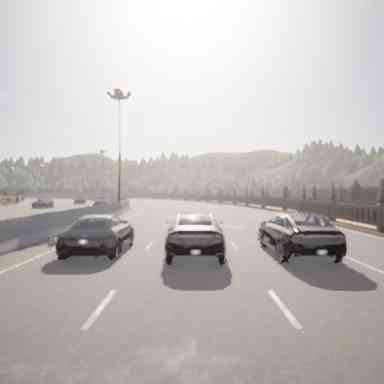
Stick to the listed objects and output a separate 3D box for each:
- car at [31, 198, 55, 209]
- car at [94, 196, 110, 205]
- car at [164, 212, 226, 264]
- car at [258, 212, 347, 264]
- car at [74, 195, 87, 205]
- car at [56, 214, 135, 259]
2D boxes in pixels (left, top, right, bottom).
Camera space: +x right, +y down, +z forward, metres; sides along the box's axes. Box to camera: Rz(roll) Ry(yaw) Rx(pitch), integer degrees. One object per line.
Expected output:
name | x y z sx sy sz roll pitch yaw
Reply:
car | -19.014 1.441 42.560 1.895 1.301 4.718 0 0 -10
car | -12.974 1.325 47.896 1.837 1.490 4.892 0 0 -13
car | 0.101 1.447 11.655 2.128 1.511 4.902 0 0 0
car | 3.601 1.448 11.624 2.128 1.511 4.902 0 0 0
car | -18.763 1.268 55.935 1.882 1.535 5.008 0 0 -18
car | -3.399 1.517 12.371 1.994 1.385 4.181 0 0 0
